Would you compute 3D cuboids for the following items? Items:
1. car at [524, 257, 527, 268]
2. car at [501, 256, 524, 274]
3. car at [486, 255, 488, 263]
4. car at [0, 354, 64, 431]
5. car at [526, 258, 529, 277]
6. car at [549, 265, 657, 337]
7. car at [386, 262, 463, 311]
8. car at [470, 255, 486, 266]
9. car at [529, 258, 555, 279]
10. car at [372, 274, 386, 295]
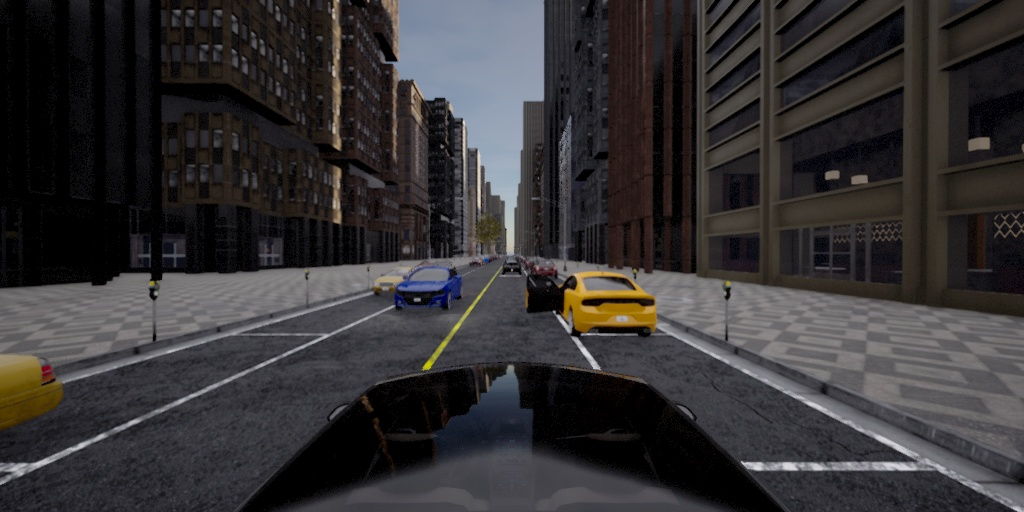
[{"bbox_3d":[2.709,0.910,47.357,1.967,1.591,4.097,0,0,0],"label":"car"},{"bbox_3d":[0.017,1.043,36.187,1.837,1.490,4.892,0,1,0],"label":"car"},{"bbox_3d":[-5.836,0.921,64.374,2.007,1.370,4.403,0,0,0],"label":"car"},{"bbox_3d":[-5.762,1.274,1.753,1.751,1.417,4.829,0,0,0],"label":"car"},{"bbox_3d":[2.723,1.103,36.003,1.948,1.339,4.313,0,0,0],"label":"car"},{"bbox_3d":[2.351,1.173,10.140,1.882,1.535,5.008,0,0,0],"label":"car"},{"bbox_3d":[-3.114,1.146,14.262,1.882,1.535,5.008,0,0,0],"label":"car"},{"bbox_3d":[-5.829,0.844,58.696,1.967,1.591,4.097,0,0,0],"label":"car"},{"bbox_3d":[2.729,1.010,30.324,1.967,1.591,4.097,0,0,0],"label":"car"},{"bbox_3d":[-5.782,1.165,18.786,1.751,1.417,4.829,0,0,0],"label":"car"}]
